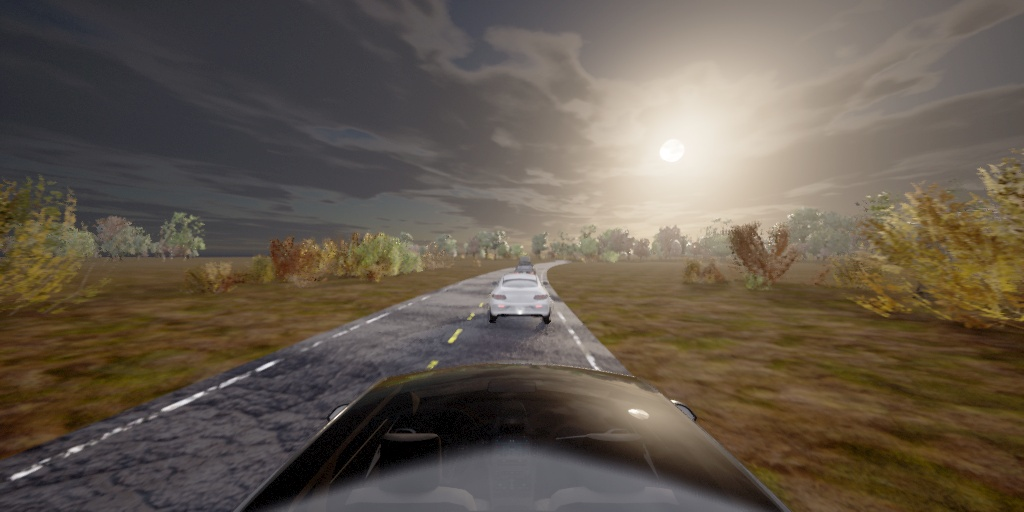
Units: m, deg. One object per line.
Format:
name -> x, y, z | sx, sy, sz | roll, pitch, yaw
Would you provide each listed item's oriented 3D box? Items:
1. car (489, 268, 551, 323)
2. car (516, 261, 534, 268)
car -> 0.269, 1.298, 12.159 | 1.812, 1.442, 4.674 | 0, 0, 1
car -> 1.128, 1.359, 30.172 | 2.033, 1.411, 5.357 | 0, 0, 4
